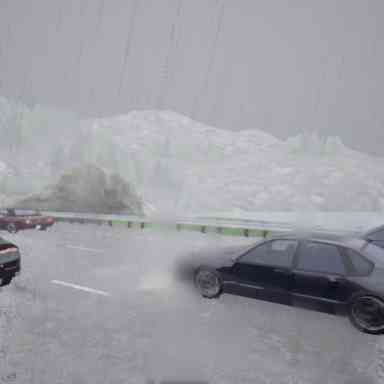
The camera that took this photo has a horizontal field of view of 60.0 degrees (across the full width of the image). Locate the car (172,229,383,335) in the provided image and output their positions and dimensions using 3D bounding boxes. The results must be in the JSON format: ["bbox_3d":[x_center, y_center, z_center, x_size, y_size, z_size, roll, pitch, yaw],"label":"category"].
[{"bbox_3d":[2.179,1.525,6.651,5.357,1.411,2.033,0,0,35],"label":"car"}]

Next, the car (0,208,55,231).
[{"bbox_3d":[-9.867,1.513,18.329,4.718,1.301,1.895,0,0,30],"label":"car"}]

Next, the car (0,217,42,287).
[{"bbox_3d":[-6.054,1.450,7.850,4.902,1.511,2.128,0,0,32],"label":"car"}]

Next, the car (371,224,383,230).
[{"bbox_3d":[5.346,1.502,8.665,4.674,1.442,1.812,0,0,35],"label":"car"}]
